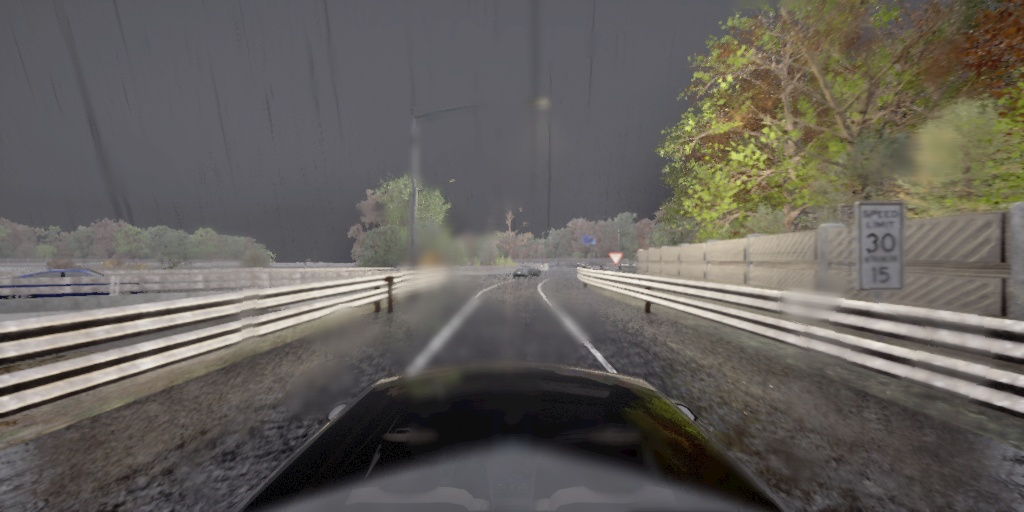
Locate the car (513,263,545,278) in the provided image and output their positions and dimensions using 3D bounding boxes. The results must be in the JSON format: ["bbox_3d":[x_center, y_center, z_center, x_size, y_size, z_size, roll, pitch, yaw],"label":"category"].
[{"bbox_3d":[1.915,1.877,42.394,1.994,1.385,4.181,-1,-1,34],"label":"car"}]

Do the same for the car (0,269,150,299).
[{"bbox_3d":[-20.949,1.371,17.267,5.008,1.535,1.882,1,-1,-40],"label":"car"}]

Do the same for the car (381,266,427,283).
[{"bbox_3d":[-8.296,1.592,29.379,2.128,1.511,4.902,-1,-1,42],"label":"car"}]
